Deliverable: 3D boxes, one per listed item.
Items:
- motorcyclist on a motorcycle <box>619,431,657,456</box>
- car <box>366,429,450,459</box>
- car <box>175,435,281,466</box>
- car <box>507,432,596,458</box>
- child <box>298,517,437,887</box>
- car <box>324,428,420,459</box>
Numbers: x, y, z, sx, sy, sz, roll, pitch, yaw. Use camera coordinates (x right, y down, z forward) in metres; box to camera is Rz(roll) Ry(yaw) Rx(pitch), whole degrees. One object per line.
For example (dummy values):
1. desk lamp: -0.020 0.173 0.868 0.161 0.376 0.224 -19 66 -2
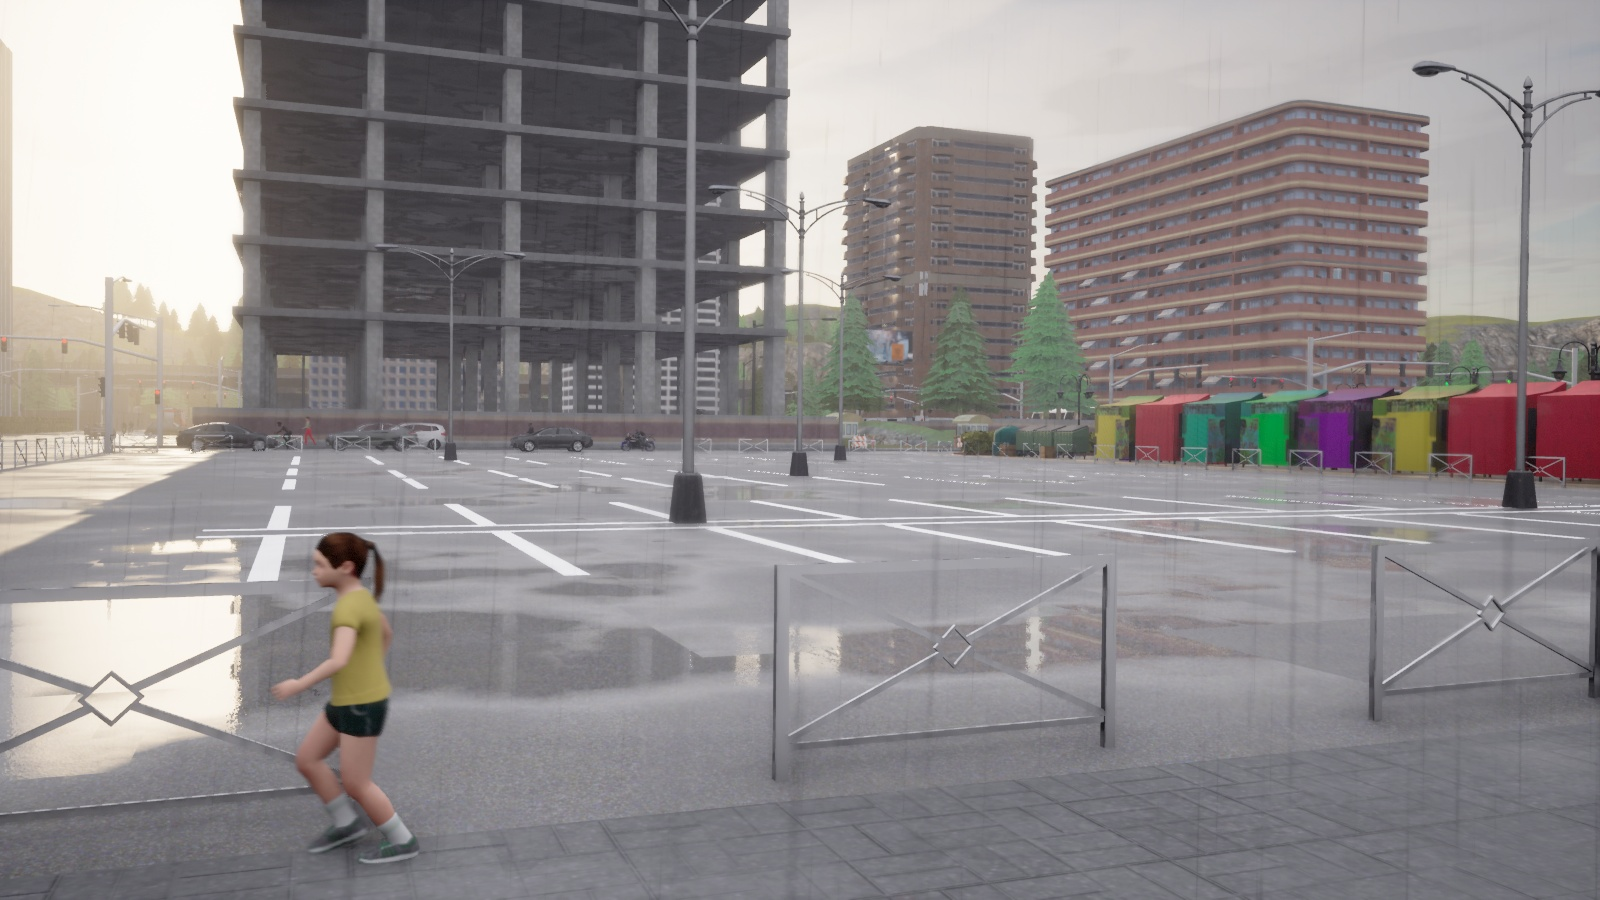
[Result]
1. motorcyclist on a motorcycle: -10.375 -0.419 80.431 2.191 1.530 0.866 -1 1 -22
2. car: -23.501 -0.382 75.183 4.611 1.667 2.242 -1 1 -22
3. car: -29.627 0.007 65.196 4.892 1.490 1.837 -1 1 -22
4. car: -14.821 -0.311 74.886 4.892 1.490 1.837 -1 1 -22
5. child: -1.397 0.786 4.052 0.394 1.110 0.255 -1 1 -22
6. car: -24.227 -0.374 71.120 5.027 1.651 2.152 -1 1 -22
